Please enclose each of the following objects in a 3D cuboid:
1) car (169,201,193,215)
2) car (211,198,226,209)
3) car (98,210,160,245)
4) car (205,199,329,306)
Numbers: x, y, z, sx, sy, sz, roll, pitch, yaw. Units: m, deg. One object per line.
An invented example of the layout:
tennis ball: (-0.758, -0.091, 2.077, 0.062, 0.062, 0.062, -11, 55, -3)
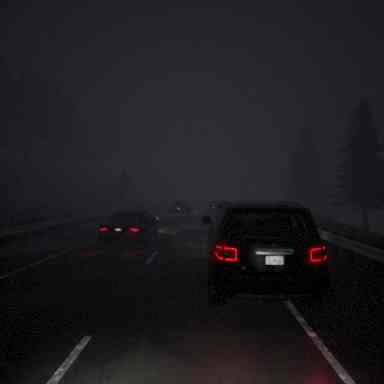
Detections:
car: (-1.089, 1.562, 34.353, 1.994, 1.385, 4.181, 0, 0, 6)
car: (3.759, 1.599, 46.550, 1.895, 1.301, 4.718, 0, 0, 8)
car: (-2.753, 1.546, 15.637, 2.033, 1.411, 5.357, 0, 0, 3)
car: (1.471, 1.225, 8.180, 2.150, 2.045, 5.566, 0, 0, 2)
